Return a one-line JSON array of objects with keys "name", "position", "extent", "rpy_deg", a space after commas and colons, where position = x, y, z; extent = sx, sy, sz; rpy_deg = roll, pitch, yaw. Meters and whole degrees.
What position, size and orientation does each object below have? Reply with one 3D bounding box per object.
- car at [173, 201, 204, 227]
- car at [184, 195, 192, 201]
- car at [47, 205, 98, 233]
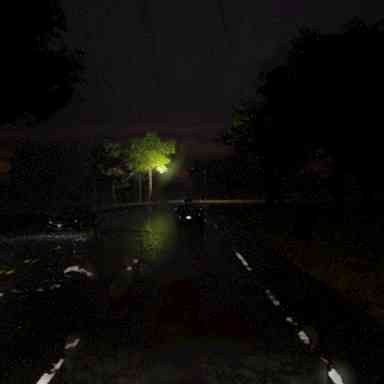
[{"name": "car", "position": [-0.232, 1.567, 22.654], "extent": [1.994, 1.385, 4.181], "rpy_deg": [-1, 0, -1]}, {"name": "car", "position": [-0.845, 1.770, 78.879], "extent": [2.128, 1.511, 4.902], "rpy_deg": [-1, -1, -1]}, {"name": "car", "position": [-7.179, 1.576, 20.407], "extent": [1.837, 1.490, 4.892], "rpy_deg": [-1, 0, 0]}]
